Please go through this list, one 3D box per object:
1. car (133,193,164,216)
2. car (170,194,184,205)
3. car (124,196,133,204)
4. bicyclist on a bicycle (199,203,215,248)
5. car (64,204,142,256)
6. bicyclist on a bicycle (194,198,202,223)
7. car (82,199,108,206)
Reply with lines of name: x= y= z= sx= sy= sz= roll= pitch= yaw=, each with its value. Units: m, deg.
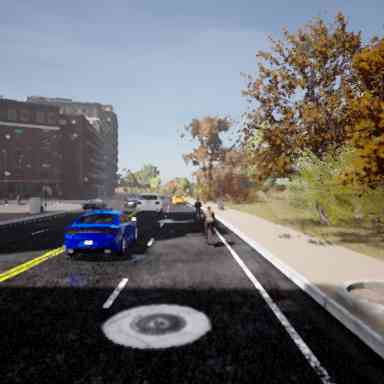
car: x=-3.955 y=1.126 z=31.795 sx=2.150 sy=2.045 sz=5.566 roll=0 pitch=0 yaw=-3
car: x=-2.311 y=1.296 z=56.322 sx=1.882 sy=1.535 sz=5.008 roll=0 pitch=0 yaw=-5
car: x=-8.106 y=1.355 z=45.583 sx=2.128 sy=1.511 sz=4.902 roll=0 pitch=0 yaw=-4
bicyclist on a bicycle: x=0.716 y=1.411 z=13.717 sx=0.582 sy=1.620 sz=1.656 roll=0 pitch=0 yaw=-1
car: x=-3.316 y=1.440 z=12.971 sx=1.882 sy=1.535 sz=5.008 roll=0 pitch=0 yaw=-1
bicyclist on a bicycle: x=0.431 y=1.299 z=23.644 sx=0.659 sy=1.776 sz=1.843 roll=0 pitch=0 yaw=-2
car: x=-10.930 y=1.492 z=37.623 sx=1.895 sy=1.301 sz=4.718 roll=0 pitch=0 yaw=-3
